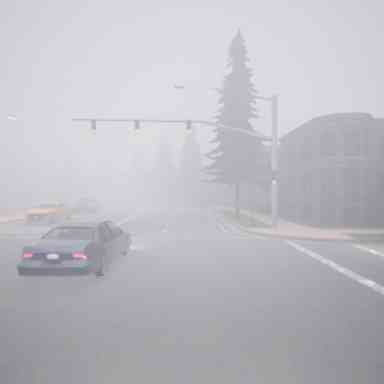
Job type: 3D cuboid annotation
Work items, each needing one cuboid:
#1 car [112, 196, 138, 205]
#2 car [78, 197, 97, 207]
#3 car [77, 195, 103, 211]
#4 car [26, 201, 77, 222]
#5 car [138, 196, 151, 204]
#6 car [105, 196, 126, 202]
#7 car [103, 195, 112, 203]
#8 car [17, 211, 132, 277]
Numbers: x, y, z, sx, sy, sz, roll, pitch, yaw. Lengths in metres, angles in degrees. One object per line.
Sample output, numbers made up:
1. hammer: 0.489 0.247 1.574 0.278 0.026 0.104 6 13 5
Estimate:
1. car: -11.855 1.566 58.424 1.895 1.301 4.718 0 0 -36
2. car: -16.477 1.468 52.417 1.837 1.490 4.892 0 -1 -30
3. car: -11.077 1.326 35.191 2.097 1.767 4.553 0 0 -6
4. car: -10.586 1.455 24.941 1.882 1.535 5.008 0 0 -1
5. car: -9.179 1.473 60.706 1.837 1.490 4.892 0 0 -36
6. car: -15.715 1.402 68.384 4.718 1.301 1.895 0 0 42
7. car: -18.463 1.391 66.163 4.902 1.511 2.128 0 0 42
8. car: -3.195 1.540 10.197 2.033 1.411 5.357 0 0 1
